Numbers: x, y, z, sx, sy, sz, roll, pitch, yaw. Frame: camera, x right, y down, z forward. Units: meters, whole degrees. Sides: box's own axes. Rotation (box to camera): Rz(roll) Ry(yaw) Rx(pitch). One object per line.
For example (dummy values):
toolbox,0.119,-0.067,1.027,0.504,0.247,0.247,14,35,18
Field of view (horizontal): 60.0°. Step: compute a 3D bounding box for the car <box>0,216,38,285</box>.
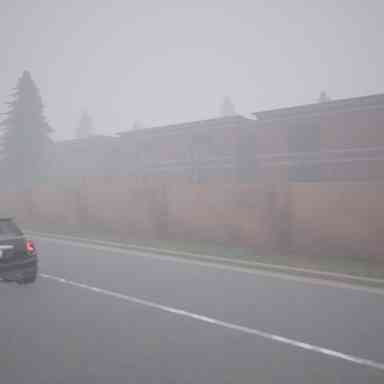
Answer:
car,-5.803,1.305,8.118,4.553,1.767,2.097,0,0,35
